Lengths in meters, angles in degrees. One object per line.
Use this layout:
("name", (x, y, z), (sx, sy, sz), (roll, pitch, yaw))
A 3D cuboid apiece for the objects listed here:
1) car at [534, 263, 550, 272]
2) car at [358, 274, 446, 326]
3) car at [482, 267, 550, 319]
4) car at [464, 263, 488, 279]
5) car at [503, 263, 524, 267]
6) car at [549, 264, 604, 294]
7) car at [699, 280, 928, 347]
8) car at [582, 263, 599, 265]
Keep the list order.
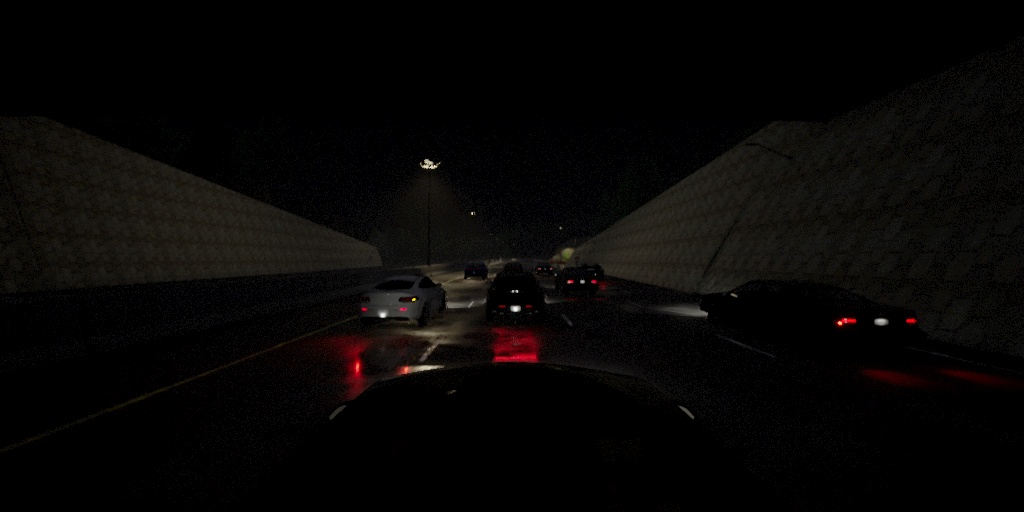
("car", (3.624, 1.459, 41.523), (2.033, 1.411, 5.357), (0, 0, 0))
("car", (-3.394, 1.316, 11.742), (1.812, 1.442, 4.674), (0, 0, 0))
("car", (0.107, 1.300, 12.925), (1.837, 1.490, 4.892), (0, 0, 0))
("car", (-3.380, 1.360, 34.416), (1.882, 1.535, 5.008), (0, 0, 0))
("car", (0.120, 1.360, 34.387), (1.882, 1.535, 5.008), (0, 0, 0))
("car", (3.612, 1.376, 20.873), (2.033, 1.411, 5.357), (0, 0, 0))
("car", (7.104, 1.330, 9.406), (2.033, 1.411, 5.357), (0, 0, 0))
("car", (7.120, 1.369, 33.092), (2.128, 1.511, 4.902), (0, 0, 0))
